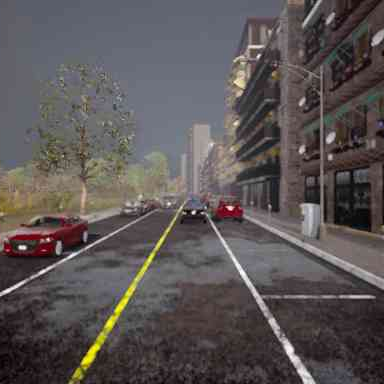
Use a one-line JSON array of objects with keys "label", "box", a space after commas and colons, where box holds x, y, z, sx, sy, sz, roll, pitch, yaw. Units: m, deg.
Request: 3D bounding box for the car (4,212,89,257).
[{"label": "car", "box": [-5.306, 1.488, 12.662, 1.887, 1.381, 4.507, 1, 0, 0]}]

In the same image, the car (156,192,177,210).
[{"label": "car", "box": [-2.837, 1.176, 40.586, 2.097, 1.767, 4.553, 0, 0, 0]}]

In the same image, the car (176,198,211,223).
[{"label": "car", "box": [0.102, 1.438, 24.678, 2.033, 1.411, 5.357, 0, 0, 0]}]

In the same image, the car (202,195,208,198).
[{"label": "car", "box": [2.576, 1.386, 41.617, 1.947, 1.339, 4.313, 1, 0, 0]}]

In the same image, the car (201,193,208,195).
[{"label": "car", "box": [2.580, 1.065, 58.599, 2.192, 1.841, 5.009, 1, 0, 0]}]

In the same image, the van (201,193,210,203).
[{"label": "van", "box": [2.580, 1.068, 64.260, 1.690, 1.788, 3.998, 1, 0, 0]}]

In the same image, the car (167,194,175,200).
[{"label": "car", "box": [-5.301, 1.170, 85.992, 1.752, 1.417, 4.829, 1, 0, 0]}]

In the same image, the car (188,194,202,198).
[{"label": "car", "box": [0.103, 1.344, 41.909, 1.812, 1.442, 4.674, 0, 0, 0]}]

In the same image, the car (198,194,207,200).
[{"label": "car", "box": [2.579, 1.207, 81.244, 1.887, 1.381, 4.507, 1, 0, 0]}]

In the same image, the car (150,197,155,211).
[{"label": "car", "box": [-5.305, 1.428, 35.278, 1.802, 1.307, 4.206, 1, 0, 0]}]

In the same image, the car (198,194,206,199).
[{"label": "car", "box": [2.579, 1.207, 86.905, 1.947, 1.339, 4.313, 1, 0, 0]}]

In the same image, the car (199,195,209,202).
[{"label": "car", "box": [2.578, 1.271, 69.922, 1.947, 1.339, 4.313, 1, 0, 0]}]

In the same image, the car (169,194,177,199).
[{"label": "car", "box": [-5.301, 1.175, 91.817, 2.008, 1.369, 4.403, 1, 0, 0]}]

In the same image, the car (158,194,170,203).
[{"label": "car", "box": [-5.301, 1.170, 63.546, 1.967, 1.590, 4.097, 1, 0, 0]}]

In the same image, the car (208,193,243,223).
[{"label": "car", "box": [2.577, 1.206, 24.634, 2.192, 1.841, 5.009, 1, 0, 0]}]

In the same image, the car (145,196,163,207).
[{"label": "car", "box": [-5.304, 1.350, 46.586, 2.008, 1.369, 4.403, 1, 0, 0]}]

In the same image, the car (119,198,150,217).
[{"label": "car", "box": [-5.305, 1.421, 29.624, 2.008, 1.369, 4.403, 1, 0, 0]}]
